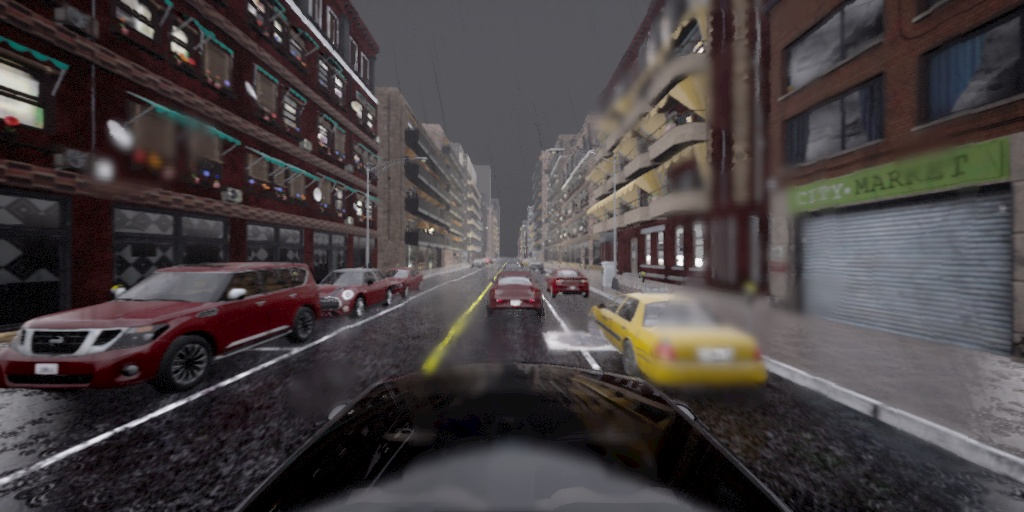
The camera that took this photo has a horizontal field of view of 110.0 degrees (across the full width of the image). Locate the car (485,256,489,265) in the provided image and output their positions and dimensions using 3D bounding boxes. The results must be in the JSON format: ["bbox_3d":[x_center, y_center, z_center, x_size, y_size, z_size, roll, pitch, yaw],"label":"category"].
[{"bbox_3d":[-5.673,1.199,63.257,2.007,1.370,4.403,0,0,0],"label":"car"}]

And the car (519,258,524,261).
[{"bbox_3d":[2.709,1.174,63.420,1.751,1.417,4.829,0,0,0],"label":"car"}]

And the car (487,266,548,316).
[{"bbox_3d":[0.105,1.258,13.251,1.812,1.442,4.674,0,0,0],"label":"car"}]

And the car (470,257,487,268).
[{"bbox_3d":[-5.674,1.209,57.620,2.007,1.370,4.403,0,0,0],"label":"car"}]

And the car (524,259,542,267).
[{"bbox_3d":[2.702,1.238,40.705,2.007,1.370,4.403,0,0,0],"label":"car"}]

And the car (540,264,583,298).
[{"bbox_3d":[2.694,1.269,18.161,1.888,1.381,4.507,0,0,0],"label":"car"}]

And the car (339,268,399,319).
[{"bbox_3d":[-5.688,1.173,12.531,1.967,1.591,4.097,0,0,0],"label":"car"}]

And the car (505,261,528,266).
[{"bbox_3d":[0.109,1.305,30.536,1.895,1.301,4.718,0,0,0],"label":"car"}]

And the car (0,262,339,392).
[{"bbox_3d":[-5.689,1.057,6.895,2.192,1.841,5.009,0,0,0],"label":"car"}]

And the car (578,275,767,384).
[{"bbox_3d":[2.691,1.267,7.058,1.751,1.417,4.829,0,0,0],"label":"car"}]

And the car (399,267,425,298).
[{"bbox_3d":[-5.686,1.269,18.168,1.888,1.381,4.507,0,0,0],"label":"car"}]
